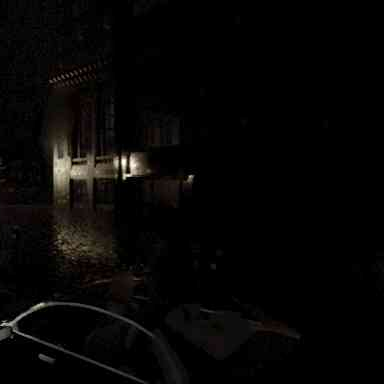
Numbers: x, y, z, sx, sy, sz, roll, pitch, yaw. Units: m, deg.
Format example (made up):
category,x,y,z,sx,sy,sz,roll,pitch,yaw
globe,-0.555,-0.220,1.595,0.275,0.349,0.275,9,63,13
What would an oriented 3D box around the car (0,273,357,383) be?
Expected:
category,x,y,z,sx,sy,sz,roll,pitch,yaw
car,-0.711,1.547,3.352,4.403,1.369,2.008,0,0,35
